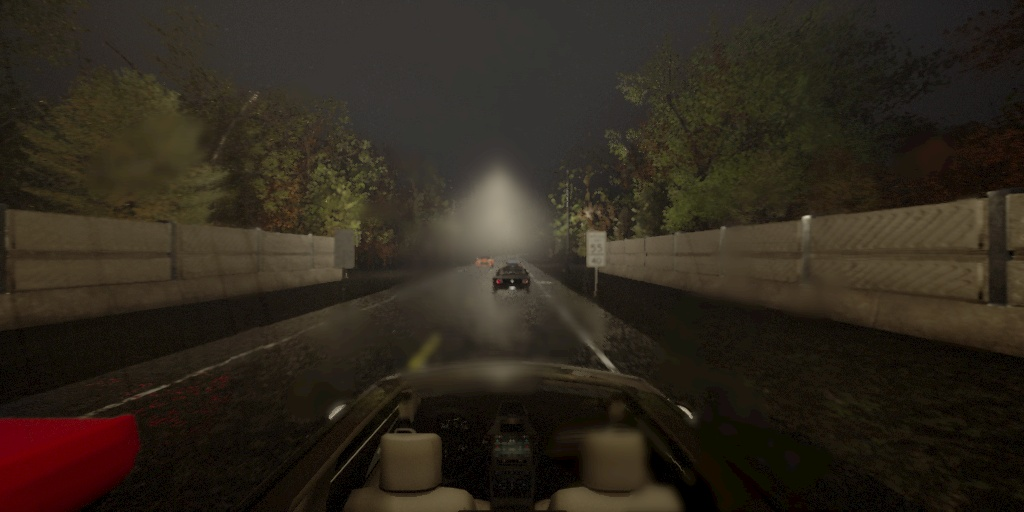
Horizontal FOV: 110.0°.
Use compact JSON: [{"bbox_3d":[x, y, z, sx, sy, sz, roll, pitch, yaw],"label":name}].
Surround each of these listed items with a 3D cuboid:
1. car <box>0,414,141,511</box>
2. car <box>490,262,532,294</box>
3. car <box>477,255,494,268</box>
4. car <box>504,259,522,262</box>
[{"bbox_3d":[-3.603,1.361,0.294,1.895,1.301,4.718,0,0,0],"label":"car"},{"bbox_3d":[0.022,1.202,19.001,1.895,1.301,4.718,0,1,0],"label":"car"},{"bbox_3d":[-3.554,0.662,48.468,2.097,1.767,4.553,0,1,0],"label":"car"},{"bbox_3d":[0.081,0.993,36.971,1.994,1.385,4.181,0,1,0],"label":"car"}]
